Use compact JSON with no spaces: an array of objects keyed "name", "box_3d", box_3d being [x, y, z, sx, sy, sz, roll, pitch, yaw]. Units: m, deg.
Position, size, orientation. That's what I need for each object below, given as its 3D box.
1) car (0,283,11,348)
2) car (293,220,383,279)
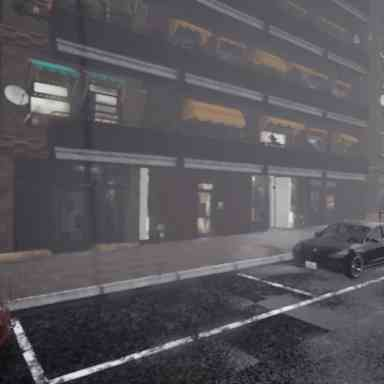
[{"name":"car","box_3d":[-4.292,1.583,3.486,4.206,1.307,1.802,0,1,-35]},{"name":"car","box_3d":[4.928,1.559,10.059,4.313,1.339,1.947,0,1,-35]}]
